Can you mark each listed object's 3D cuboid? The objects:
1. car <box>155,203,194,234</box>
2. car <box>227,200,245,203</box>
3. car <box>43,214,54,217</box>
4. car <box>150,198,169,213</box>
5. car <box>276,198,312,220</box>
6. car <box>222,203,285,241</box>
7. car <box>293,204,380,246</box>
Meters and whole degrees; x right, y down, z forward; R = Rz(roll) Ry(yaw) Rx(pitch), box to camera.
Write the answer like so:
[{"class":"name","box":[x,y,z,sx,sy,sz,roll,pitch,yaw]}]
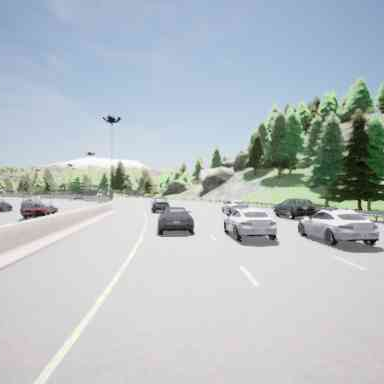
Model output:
[{"class":"car","box":[-1.001,1.548,19.303,1.994,1.385,4.181,0,0,-6]},{"class":"car","box":[4.267,1.487,32.947,1.812,1.442,4.674,0,0,-9]},{"class":"car","box":[-12.927,1.599,28.572,1.895,1.301,4.718,0,0,-9]},{"class":"car","box":[-3.564,1.463,37.047,2.128,1.511,4.902,0,0,-10]},{"class":"car","box":[8.535,1.309,27.980,2.097,1.767,4.553,0,0,-7]},{"class":"car","box":[2.782,1.505,16.477,1.812,1.442,4.674,0,0,-5]},{"class":"car","box":[6.416,1.499,14.964,1.812,1.442,4.674,0,0,-4]}]
